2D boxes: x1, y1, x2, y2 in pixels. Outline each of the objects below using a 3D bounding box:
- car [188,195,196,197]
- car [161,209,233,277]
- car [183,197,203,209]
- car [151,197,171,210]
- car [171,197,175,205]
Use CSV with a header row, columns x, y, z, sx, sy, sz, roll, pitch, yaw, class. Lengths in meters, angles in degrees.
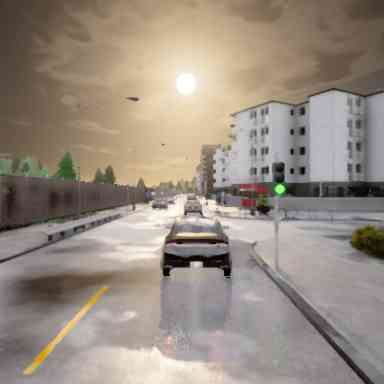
x,y,z,sx,sy,sz,roll,pitch,yaw,class
-0.006,1.336,68.207,2.097,1.767,4.553,0,0,0,car
0.157,1.489,10.231,2.128,1.511,4.902,0,0,1,car
0.098,1.540,33.610,2.033,1.411,5.357,0,0,0,car
-4.093,1.495,43.020,1.837,1.490,4.892,0,0,0,car
-4.048,1.533,59.521,2.033,1.411,5.357,0,0,0,car
